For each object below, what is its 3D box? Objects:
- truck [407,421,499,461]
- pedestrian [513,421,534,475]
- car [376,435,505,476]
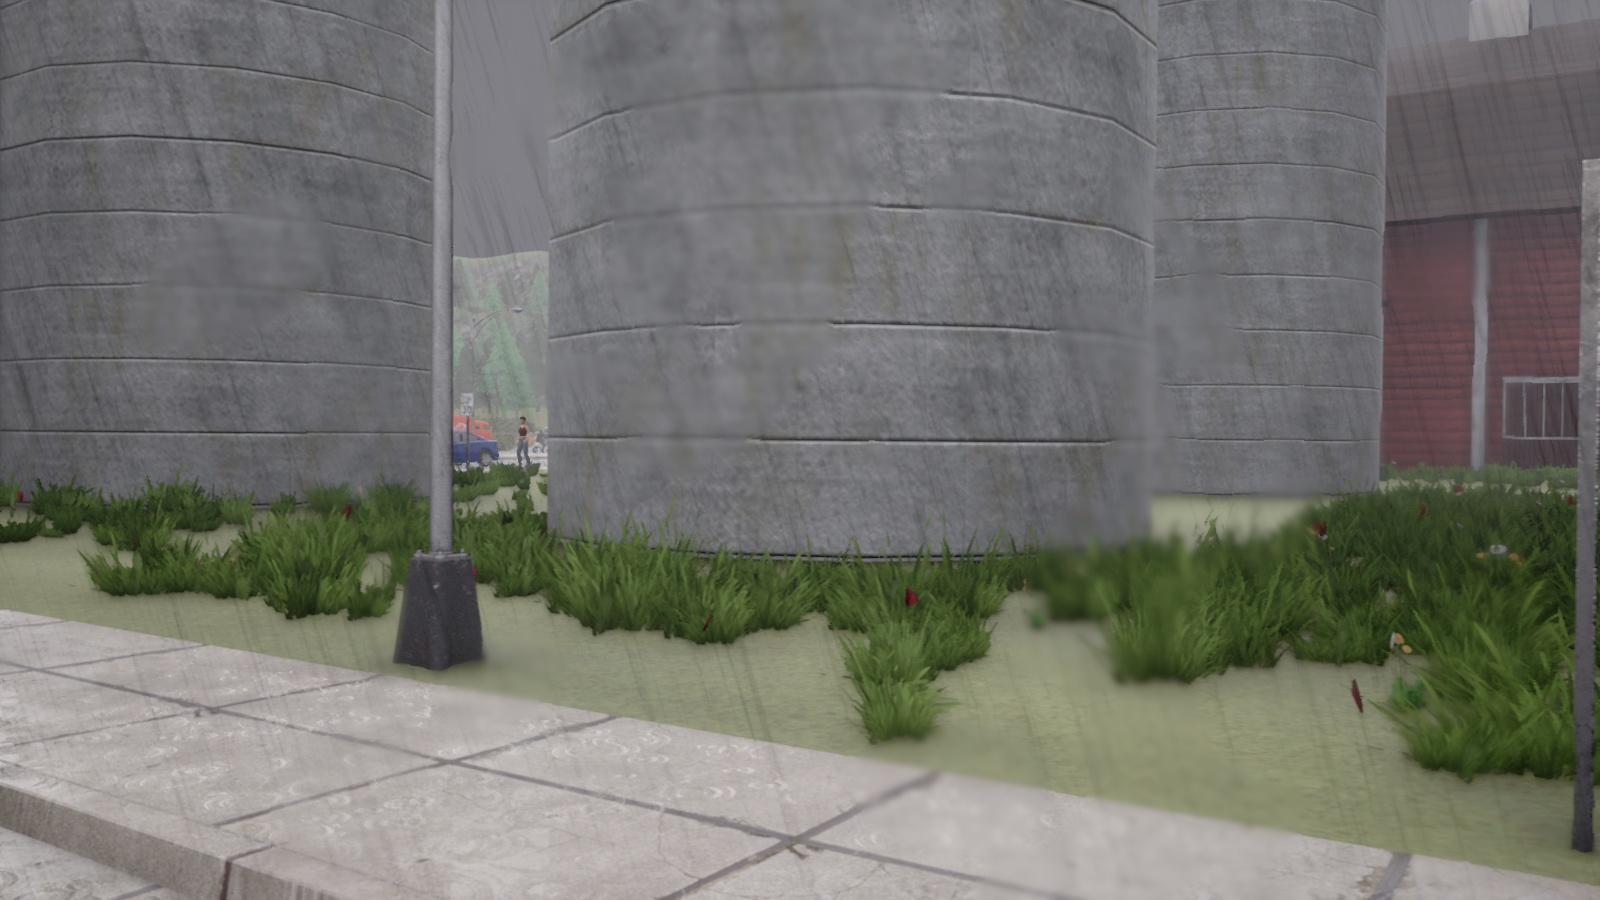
[{"bbox_3d":[-22.210,-0.576,80.555,2.627,2.467,5.204,0,0,33],"label":"truck"},{"bbox_3d":[-9.529,-0.073,43.271,0.345,1.836,0.594,0,1,33],"label":"pedestrian"},{"bbox_3d":[-14.541,0.201,51.068,1.882,1.535,5.008,0,1,33],"label":"car"}]
